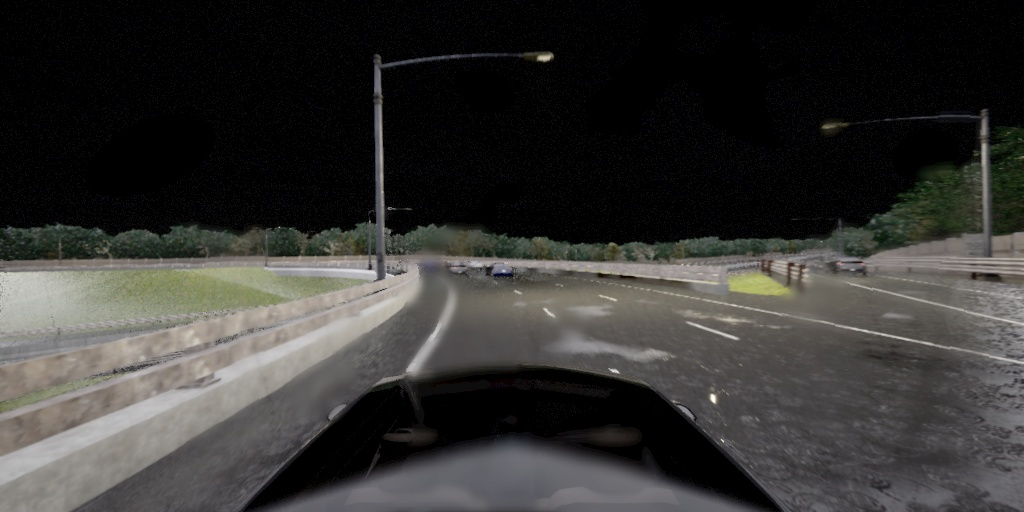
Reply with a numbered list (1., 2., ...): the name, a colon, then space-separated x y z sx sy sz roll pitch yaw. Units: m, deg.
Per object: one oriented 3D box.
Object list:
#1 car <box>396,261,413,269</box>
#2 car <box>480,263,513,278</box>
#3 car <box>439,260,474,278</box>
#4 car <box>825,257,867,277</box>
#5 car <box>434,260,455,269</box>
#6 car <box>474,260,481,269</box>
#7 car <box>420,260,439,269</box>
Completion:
1. car: -18.056 1.542 60.209 1.837 1.490 4.892 -1 0 -35
2. car: -1.322 1.313 33.783 1.994 1.385 4.181 -1 0 -17
3. car: -5.614 1.318 35.662 2.128 1.511 4.902 -1 0 -19
4. car: 26.705 0.834 28.795 2.128 1.511 4.902 -1 -1 32
5. car: -12.015 1.455 63.796 1.812 1.442 4.674 -1 0 -36
6. car: -5.826 1.342 53.595 1.812 1.442 4.674 -1 0 -30
7. car: -14.091 1.441 60.589 1.882 1.535 5.008 -1 0 -33
